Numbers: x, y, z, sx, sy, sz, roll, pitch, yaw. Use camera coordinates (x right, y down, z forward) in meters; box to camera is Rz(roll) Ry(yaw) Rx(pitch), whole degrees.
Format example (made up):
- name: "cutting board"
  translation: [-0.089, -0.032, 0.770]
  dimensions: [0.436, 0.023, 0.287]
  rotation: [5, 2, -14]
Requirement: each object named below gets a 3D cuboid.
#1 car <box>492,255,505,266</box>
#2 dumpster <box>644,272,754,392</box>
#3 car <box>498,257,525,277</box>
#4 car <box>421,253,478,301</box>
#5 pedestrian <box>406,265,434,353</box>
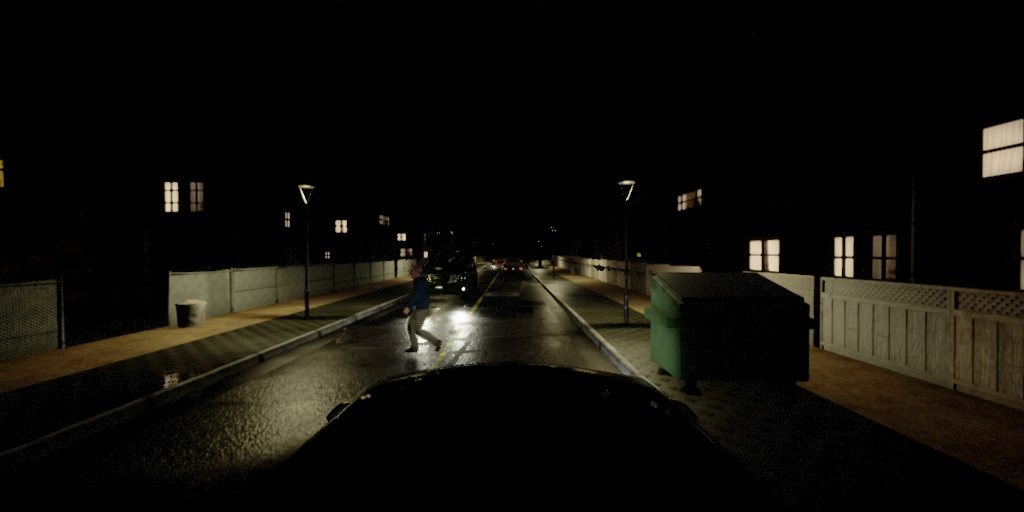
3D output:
- name: "car"
  translation: [-1.907, 0.663, 57.510]
  dimensions: [2.097, 1.767, 4.553]
  rotation: [0, 0, 4]
- name: "dumpster"
  translation: [3.011, 1.111, 6.237]
  dimensions: [1.020, 1.700, 1.940]
  rotation: [0, 0, 0]
- name: "car"
  translation: [0.123, 1.065, 31.520]
  dimensions: [2.033, 1.411, 5.357]
  rotation: [0, 0, 0]
- name: "car"
  translation: [-2.847, 0.854, 16.822]
  dimensions: [2.150, 2.045, 5.566]
  rotation: [0, 0, 0]
- name: "pedestrian"
  translation: [-1.834, 1.003, 7.183]
  dimensions: [0.375, 1.860, 0.375]
  rotation: [0, 1, -6]
